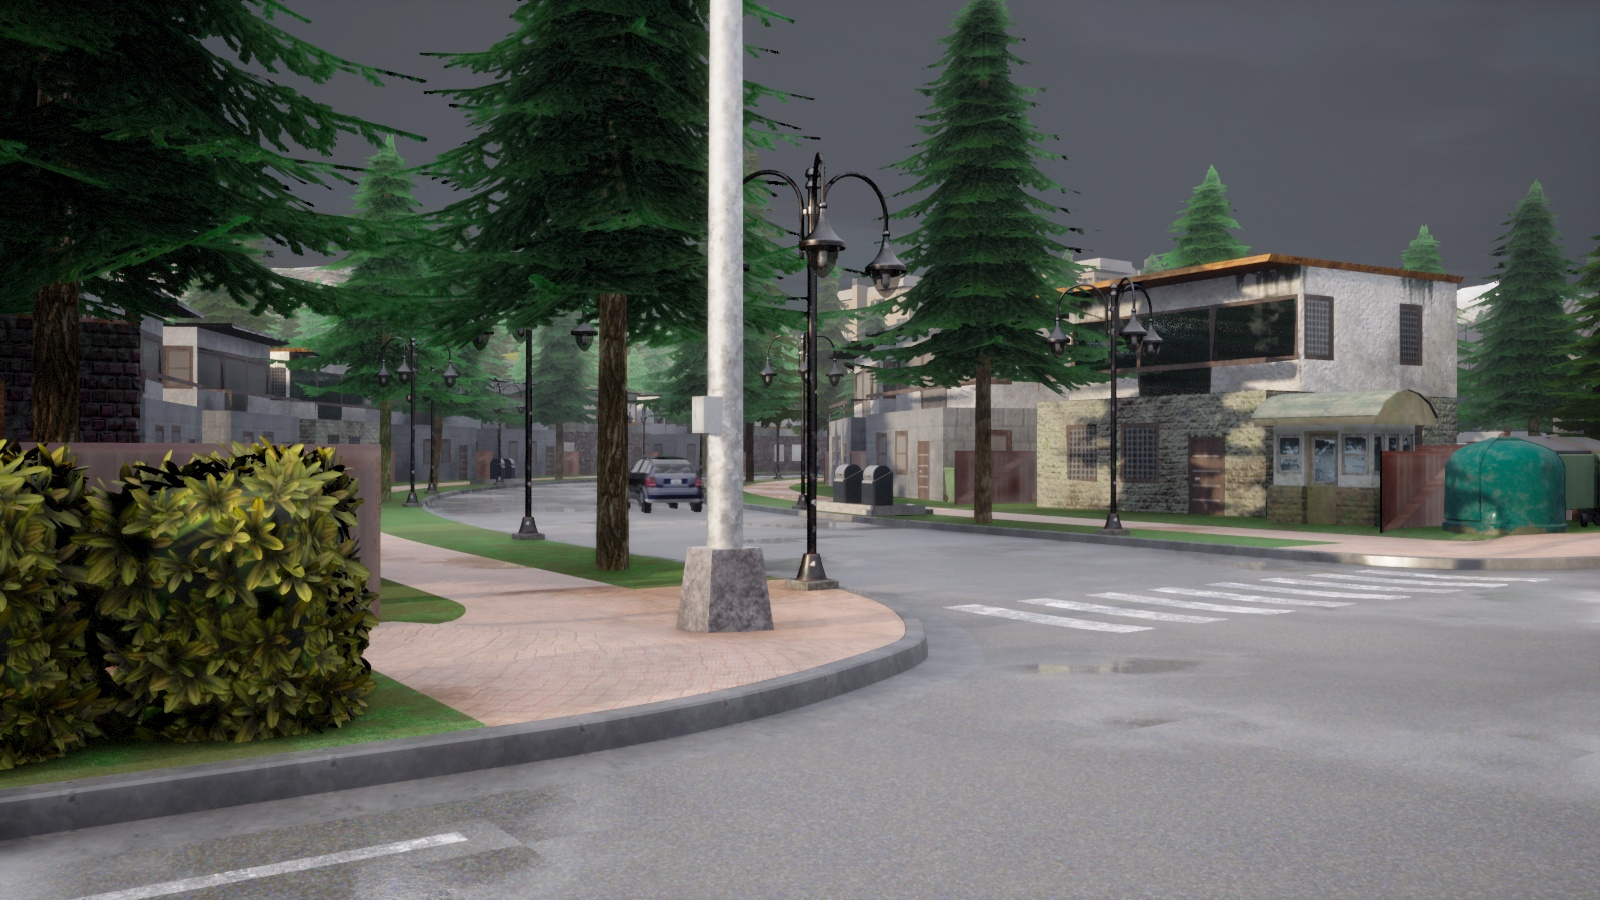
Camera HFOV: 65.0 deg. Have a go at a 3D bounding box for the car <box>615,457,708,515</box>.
[{"bbox_3d":[-3.994,0.976,35.701,1.789,1.549,3.705,0,0,-20],"label":"car"}]
